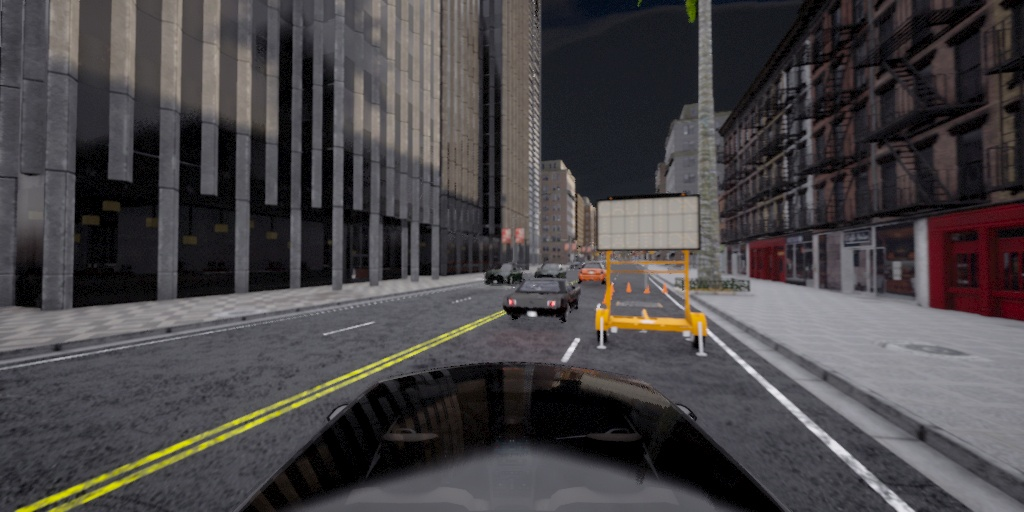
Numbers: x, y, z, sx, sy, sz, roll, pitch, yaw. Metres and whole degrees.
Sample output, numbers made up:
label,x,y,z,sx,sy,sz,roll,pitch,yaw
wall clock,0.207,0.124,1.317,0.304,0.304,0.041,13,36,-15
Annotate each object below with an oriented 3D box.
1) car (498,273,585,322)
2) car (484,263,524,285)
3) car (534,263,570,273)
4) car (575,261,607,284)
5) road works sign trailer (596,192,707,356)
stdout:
label,x,y,z,sx,sy,sz,roll,pitch,yaw
car,1.289,1.452,12.805,1.895,1.301,4.718,0,-1,18
car,-0.568,1.359,28.874,2.097,1.767,4.553,0,-1,18
car,3.281,1.358,30.221,2.097,1.767,4.553,0,-1,18
car,6.913,1.346,30.241,2.097,1.767,4.553,0,-1,18
road works sign trailer,3.374,0.273,9.001,2.380,3.560,2.880,0,0,18
